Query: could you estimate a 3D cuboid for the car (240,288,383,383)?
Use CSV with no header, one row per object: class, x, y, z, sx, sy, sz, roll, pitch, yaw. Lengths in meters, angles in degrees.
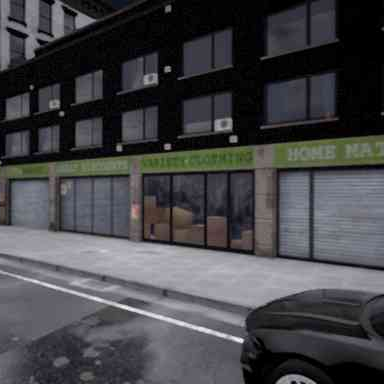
car,2.817,1.478,2.749,5.008,1.535,1.882,0,0,36
